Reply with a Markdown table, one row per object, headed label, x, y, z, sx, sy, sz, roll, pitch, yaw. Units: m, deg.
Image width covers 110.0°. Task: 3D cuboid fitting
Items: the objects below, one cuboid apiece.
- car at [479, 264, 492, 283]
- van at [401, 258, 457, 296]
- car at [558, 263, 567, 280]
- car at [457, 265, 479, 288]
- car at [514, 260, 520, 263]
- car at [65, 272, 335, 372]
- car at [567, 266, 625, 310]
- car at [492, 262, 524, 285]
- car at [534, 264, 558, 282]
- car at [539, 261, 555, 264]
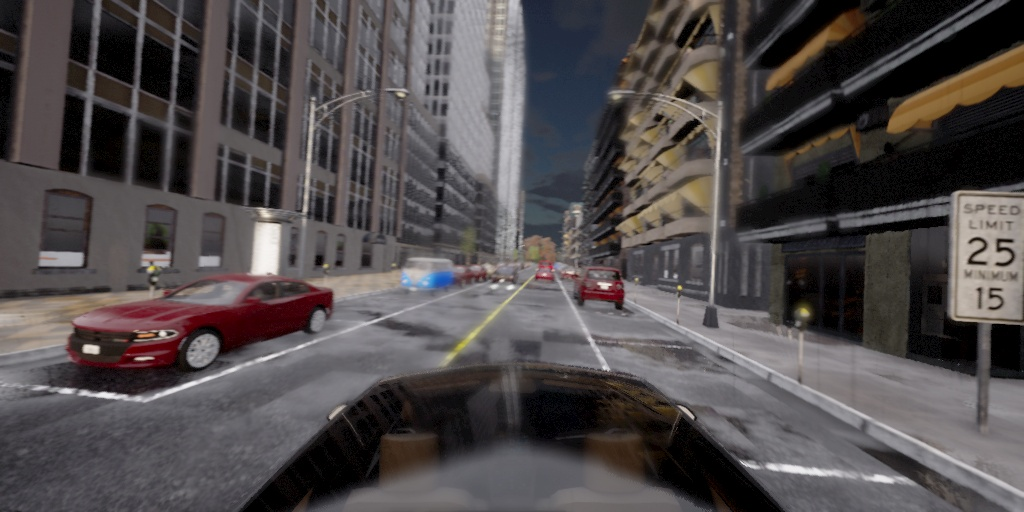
| label | x | y | z | sx | sy | sz | roll | pitch | yaw |
| --- | --- | --- | --- | --- | --- | --- | --- | --- | --- |
| car | -3.144 | 1.375 | 29.522 | 1.888 | 1.381 | 4.507 | 0 | 0 | 6 |
| van | -4.279 | 0.999 | 18.266 | 1.690 | 1.789 | 3.998 | 0 | 0 | 6 |
| car | 6.317 | 1.906 | 39.939 | 1.967 | 1.591 | 4.097 | 0 | 0 | 6 |
| car | -3.711 | 1.289 | 23.895 | 1.888 | 1.381 | 4.507 | 0 | 0 | 6 |
| car | -0.307 | 1.807 | 57.664 | 1.888 | 1.381 | 4.507 | 0 | 0 | 6 |
| car | -5.414 | 1.031 | 7.010 | 1.888 | 1.381 | 4.507 | 0 | 0 | 6 |
| car | 4.047 | 1.436 | 17.426 | 2.192 | 1.841 | 5.009 | 0 | 0 | 6 |
| car | -0.455 | 1.533 | 29.900 | 2.033 | 1.411 | 5.357 | 3 | -1 | 6 |
| car | 3.410 | 1.837 | 37.097 | 1.994 | 1.385 | 4.181 | 3 | -1 | 7 |
| car | 4.545 | 1.671 | 48.431 | 2.150 | 2.045 | 5.566 | 3 | 0 | 6 |
